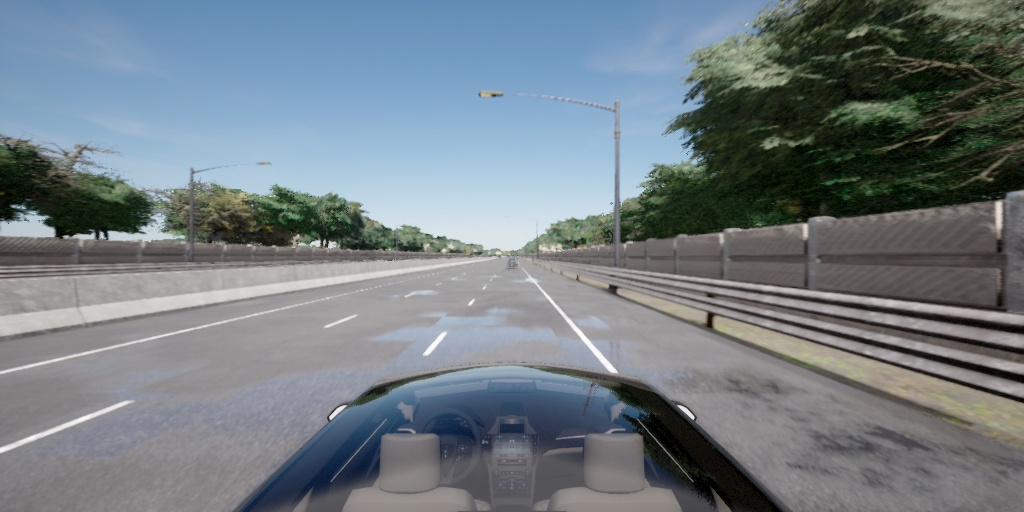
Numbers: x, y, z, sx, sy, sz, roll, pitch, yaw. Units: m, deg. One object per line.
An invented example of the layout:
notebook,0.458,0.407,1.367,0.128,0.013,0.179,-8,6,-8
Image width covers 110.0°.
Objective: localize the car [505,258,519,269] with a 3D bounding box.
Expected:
car,0.015,1.326,55.969,2.128,1.511,4.902,0,0,0
